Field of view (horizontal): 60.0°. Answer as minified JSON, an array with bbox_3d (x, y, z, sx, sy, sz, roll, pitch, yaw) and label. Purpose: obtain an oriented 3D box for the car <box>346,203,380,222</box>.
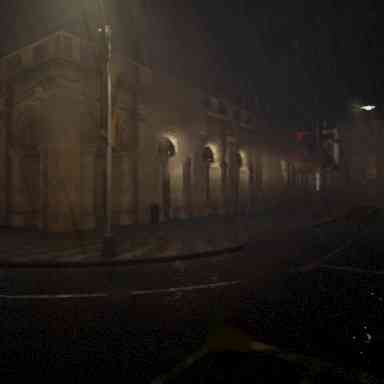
[{"bbox_3d":[13.685,1.581,26.580,1.895,1.301,4.718,0,0,36],"label":"car"}]
